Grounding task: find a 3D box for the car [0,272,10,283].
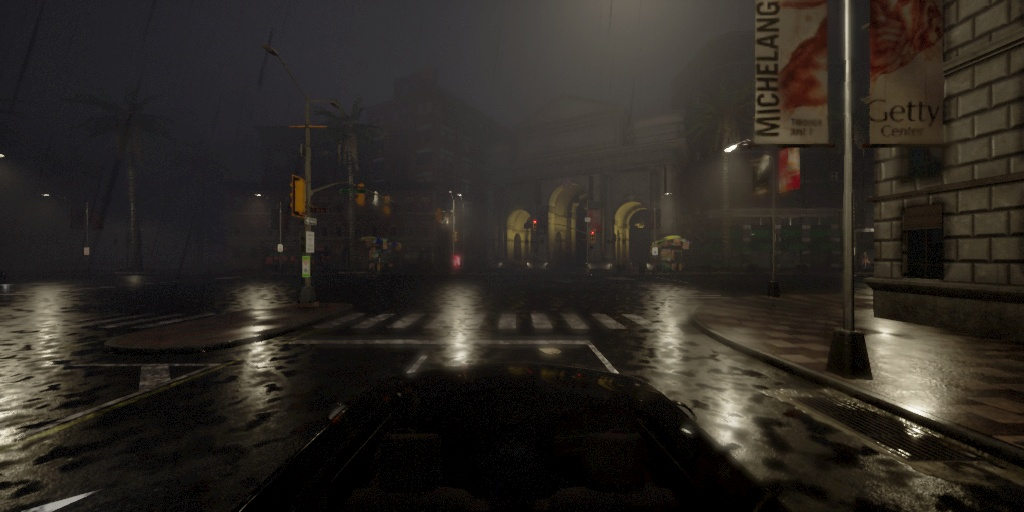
[{"bbox_3d":[-38.875,1.351,25.271,4.718,1.301,1.895,0,0,0],"label":"car"}]
